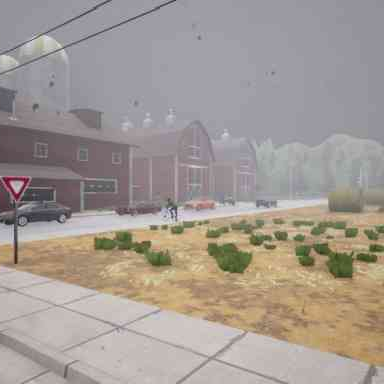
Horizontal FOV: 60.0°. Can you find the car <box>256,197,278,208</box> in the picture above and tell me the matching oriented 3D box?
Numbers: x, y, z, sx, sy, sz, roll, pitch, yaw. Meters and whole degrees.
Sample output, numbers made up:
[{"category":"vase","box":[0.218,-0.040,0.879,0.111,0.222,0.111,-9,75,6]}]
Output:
[{"category":"car","box":[10.758,1.477,47.758,1.837,1.490,4.892,0,0,35]}]

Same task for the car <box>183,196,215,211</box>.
[{"category":"car","box":[0.881,1.325,39.890,2.097,1.767,4.553,0,0,35]}]

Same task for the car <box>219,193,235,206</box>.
[{"category":"car","box":[5.734,1.118,54.102,1.905,1.878,3.866,6,1,-8]}]

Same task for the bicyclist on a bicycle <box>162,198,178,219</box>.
[{"category":"bicyclist on a bicycle","box":[-1.497,1.274,23.328,1.656,1.620,0.582,0,0,35]}]

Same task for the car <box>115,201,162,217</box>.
[{"category":"car","box":[-4.979,1.574,31.447,1.895,1.301,4.718,0,0,35]}]

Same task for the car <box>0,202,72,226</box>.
[{"category":"car","box":[-10.764,1.478,23.096,1.837,1.490,4.892,0,0,35]}]
